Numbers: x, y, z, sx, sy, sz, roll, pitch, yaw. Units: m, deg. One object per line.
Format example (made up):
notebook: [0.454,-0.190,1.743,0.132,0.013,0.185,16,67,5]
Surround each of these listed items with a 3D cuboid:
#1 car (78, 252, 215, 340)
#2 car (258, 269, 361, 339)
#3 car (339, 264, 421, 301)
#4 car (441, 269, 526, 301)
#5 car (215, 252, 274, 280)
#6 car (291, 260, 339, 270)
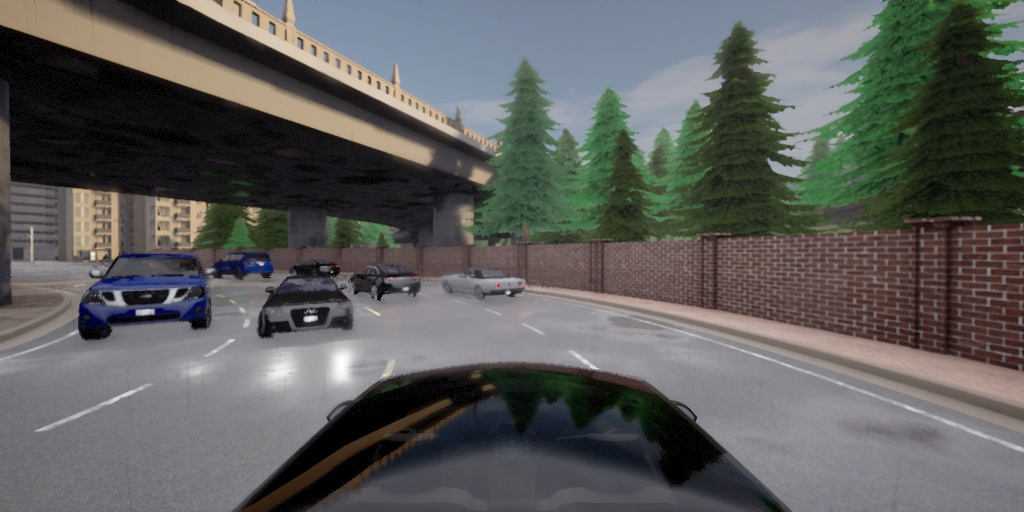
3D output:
car: [-10.041,0.903,10.265,2.150,2.045,5.566,0,0,-39]
car: [-5.681,1.249,9.999,1.994,1.385,4.181,0,0,-31]
car: [-6.004,1.127,16.606,2.128,1.511,4.902,0,0,-42]
car: [-1.542,1.236,16.878,1.895,1.301,4.718,0,1,-38]
car: [-21.114,0.759,28.053,5.566,2.045,2.150,-1,0,27]
car: [-16.031,1.028,29.107,4.902,1.511,2.128,0,0,32]
